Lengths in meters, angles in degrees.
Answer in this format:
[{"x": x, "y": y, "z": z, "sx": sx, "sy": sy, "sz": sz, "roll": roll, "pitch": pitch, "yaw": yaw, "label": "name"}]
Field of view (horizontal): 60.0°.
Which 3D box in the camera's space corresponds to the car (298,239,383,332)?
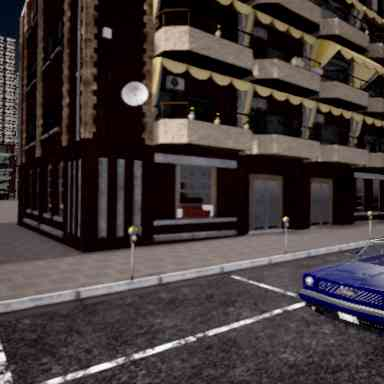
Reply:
[{"x": 4.171, "y": 1.605, "z": 6.352, "sx": 4.718, "sy": 1.301, "sz": 1.895, "roll": 0, "pitch": 0, "yaw": -35, "label": "car"}]
